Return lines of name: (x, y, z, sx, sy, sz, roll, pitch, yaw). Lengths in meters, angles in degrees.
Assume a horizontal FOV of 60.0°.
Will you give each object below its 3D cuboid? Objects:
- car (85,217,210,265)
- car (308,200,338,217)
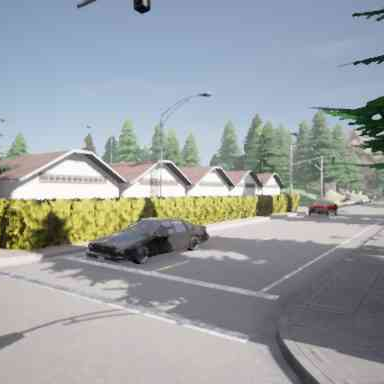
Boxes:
car: (-1.373, 1.718, 12.811, 2.033, 1.411, 5.357, 0, 0, 36)
car: (12.963, 1.519, 32.761, 1.882, 1.535, 5.008, 0, 0, 36)
